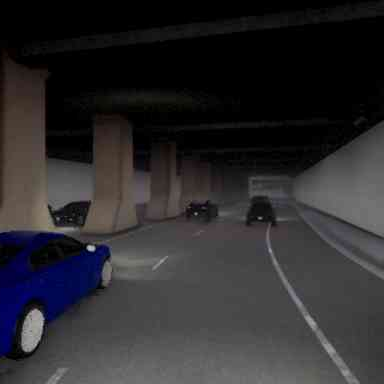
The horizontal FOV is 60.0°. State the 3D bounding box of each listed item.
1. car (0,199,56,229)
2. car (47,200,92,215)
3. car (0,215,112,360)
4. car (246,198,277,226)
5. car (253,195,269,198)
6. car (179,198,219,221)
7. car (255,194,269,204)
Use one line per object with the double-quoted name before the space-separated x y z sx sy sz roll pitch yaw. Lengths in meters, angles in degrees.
"car" -11.236 1.315 21.693 1.882 1.535 5.008 0 0 13
"car" -7.488 1.349 22.327 1.837 1.490 4.892 0 0 13
"car" -2.966 1.433 5.962 1.882 1.535 5.008 0 0 4
"car" 4.731 1.404 22.553 1.812 1.442 4.674 0 0 14
"car" 8.737 1.268 43.529 1.837 1.490 4.892 0 0 16
"car" 0.869 1.338 25.978 2.128 1.511 4.902 0 0 14
"car" 11.939 1.189 56.211 2.128 1.511 4.902 0 0 14
